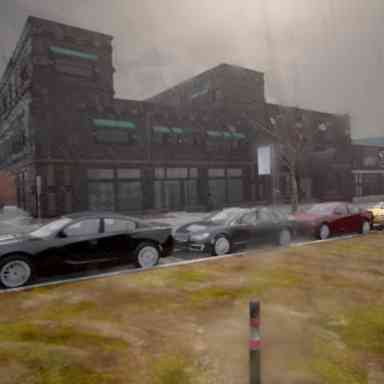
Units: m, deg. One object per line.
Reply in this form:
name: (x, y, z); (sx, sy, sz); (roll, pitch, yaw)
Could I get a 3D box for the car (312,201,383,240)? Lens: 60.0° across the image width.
car: (6.193, 1.204, 15.049); (5.008, 1.535, 2.097); (0, 0, -33)

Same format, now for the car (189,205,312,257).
car: (1.674, 1.250, 11.818); (4.892, 1.521, 2.231); (-1, 1, -33)

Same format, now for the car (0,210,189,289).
car: (-2.834, 1.274, 8.595); (5.008, 1.535, 2.097); (0, 0, -33)
